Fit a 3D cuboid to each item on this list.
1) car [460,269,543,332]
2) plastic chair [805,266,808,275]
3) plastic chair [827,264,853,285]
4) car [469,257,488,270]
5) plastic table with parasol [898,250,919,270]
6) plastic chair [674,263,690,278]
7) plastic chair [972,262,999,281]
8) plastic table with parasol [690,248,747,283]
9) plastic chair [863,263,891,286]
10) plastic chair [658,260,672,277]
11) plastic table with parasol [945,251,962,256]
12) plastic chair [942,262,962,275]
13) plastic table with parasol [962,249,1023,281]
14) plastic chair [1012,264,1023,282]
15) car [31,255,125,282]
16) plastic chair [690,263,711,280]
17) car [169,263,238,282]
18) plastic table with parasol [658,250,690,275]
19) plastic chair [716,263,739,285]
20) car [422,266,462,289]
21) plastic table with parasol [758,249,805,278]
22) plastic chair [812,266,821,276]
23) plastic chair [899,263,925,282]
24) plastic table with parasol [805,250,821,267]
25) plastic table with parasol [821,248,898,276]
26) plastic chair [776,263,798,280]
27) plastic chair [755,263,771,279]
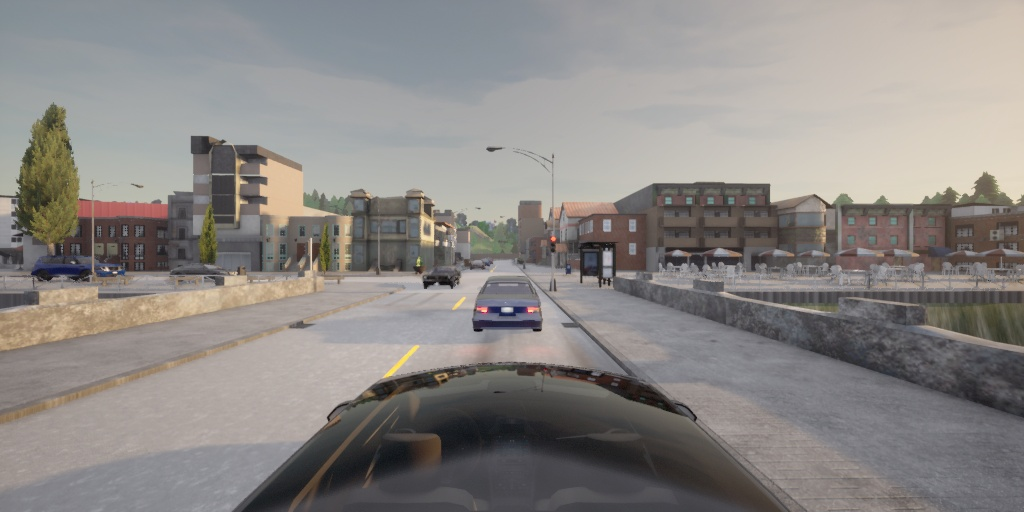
[{"bbox_3d":[-0.119,1.297,10.834,2.033,1.411,5.357,0,0,0],"label":"car"},{"bbox_3d":[28.236,1.279,35.315,0.730,1.272,0.750,0,0,-1],"label":"plastic chair"},{"bbox_3d":[22.209,1.279,24.318,0.730,1.272,0.750,0,0,-1],"label":"plastic chair"},{"bbox_3d":[-4.938,1.275,52.455,1.812,1.442,4.674,0,0,1],"label":"car"},{"bbox_3d":[30.058,0.675,28.222,2.482,2.480,2.482,0,0,-1],"label":"plastic table with parasol"},{"bbox_3d":[15.285,1.279,32.109,0.750,1.272,0.730,0,0,-1],"label":"plastic chair"},{"bbox_3d":[36.224,1.279,27.438,0.730,1.272,0.750,0,0,-1],"label":"plastic chair"},{"bbox_3d":[14.759,0.675,25.560,2.482,2.480,2.482,0,0,-1],"label":"plastic table with parasol"},{"bbox_3d":[23.331,1.279,22.935,0.750,1.272,0.730,0,0,-1],"label":"plastic chair"},{"bbox_3d":[14.163,1.279,33.491,0.730,1.272,0.750,0,0,-1],"label":"plastic chair"},{"bbox_3d":[46.118,0.675,36.578,2.482,2.480,2.482,0,0,-1],"label":"plastic table with parasol"},{"bbox_3d":[44.916,1.279,36.679,0.730,1.272,0.750,0,0,-1],"label":"plastic chair"},{"bbox_3d":[37.353,0.675,27.368,2.482,2.480,2.482,0,0,-1],"label":"plastic table with parasol"},{"bbox_3d":[37.384,1.279,26.058,0.750,1.272,0.730,0,0,-1],"label":"plastic chair"},{"bbox_3d":[-34.096,0.970,28.269,5.566,2.045,2.150,0,0,-1],"label":"car"},{"bbox_3d":[13.487,1.279,25.680,0.730,1.272,0.750,0,0,-1],"label":"plastic chair"},{"bbox_3d":[-24.344,1.276,28.442,4.674,1.442,1.812,0,0,-1],"label":"car"},{"bbox_3d":[15.385,0.675,33.391,2.482,2.480,2.482,0,0,-1],"label":"plastic table with parasol"},{"bbox_3d":[14.609,1.279,24.297,0.750,1.272,0.730,0,0,-1],"label":"plastic chair"},{"bbox_3d":[-4.478,1.351,23.424,1.895,1.301,4.718,0,0,-1],"label":"car"},{"bbox_3d":[22.412,0.675,30.472,2.482,2.480,2.482,0,0,-1],"label":"plastic table with parasol"},{"bbox_3d":[29.358,1.279,33.932,0.750,1.272,0.730,0,0,-1],"label":"plastic chair"},{"bbox_3d":[30.069,1.279,26.942,0.750,1.272,0.730,0,0,-1],"label":"plastic chair"},{"bbox_3d":[29.666,0.675,35.307,2.482,2.480,2.482,0,0,-1],"label":"plastic table with parasol"},{"bbox_3d":[23.410,0.675,24.287,2.482,2.480,2.482,0,0,-1],"label":"plastic table with parasol"},{"bbox_3d":[22.333,1.279,29.120,0.750,1.272,0.730,0,0,-1],"label":"plastic chair"},{"bbox_3d":[21.211,1.279,30.503,0.730,1.272,0.750,0,0,-1],"label":"plastic chair"}]
